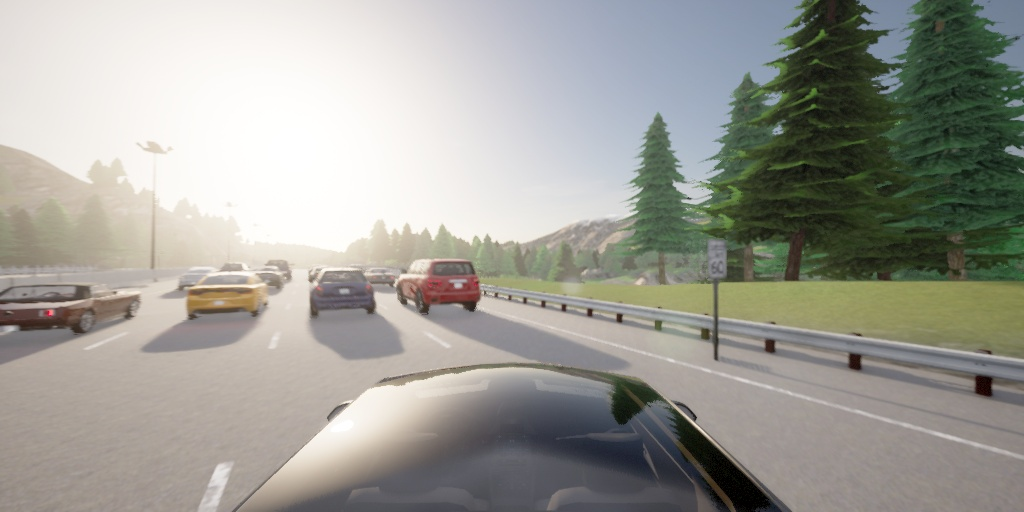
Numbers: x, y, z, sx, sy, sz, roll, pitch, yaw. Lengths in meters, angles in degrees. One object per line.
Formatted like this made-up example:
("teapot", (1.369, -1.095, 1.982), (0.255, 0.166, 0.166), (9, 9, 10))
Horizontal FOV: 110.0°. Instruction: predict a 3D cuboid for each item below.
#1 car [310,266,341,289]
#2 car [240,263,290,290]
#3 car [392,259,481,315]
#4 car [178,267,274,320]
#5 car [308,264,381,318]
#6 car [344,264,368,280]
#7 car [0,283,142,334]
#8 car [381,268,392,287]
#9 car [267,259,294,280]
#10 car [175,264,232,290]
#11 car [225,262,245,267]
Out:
("car", (-14.014, 1.520, 26.812), (1.837, 1.490, 4.892), (1, -2, -29))
("car", (-16.695, 1.459, 24.434), (2.128, 1.511, 4.902), (1, -1, -29))
("car", (-3.180, 1.136, 14.871), (2.150, 2.045, 5.566), (1, -1, -29))
("car", (-10.384, 1.333, 13.416), (1.882, 1.535, 5.008), (1, -1, -29))
("car", (-6.742, 1.236, 14.077), (2.097, 1.767, 4.553), (1, -1, -29))
("car", (-17.168, 1.680, 39.350), (1.837, 1.490, 4.892), (1, 0, -29))
("car", (-12.570, 1.399, 10.147), (1.895, 1.301, 4.718), (1, -1, -29))
("car", (-10.120, 1.591, 27.012), (2.033, 1.411, 5.357), (1, -1, -29))
("car", (-22.945, 1.308, 35.346), (2.150, 2.045, 5.566), (1, -1, -30))
("car", (-20.211, 1.464, 23.554), (1.812, 1.442, 4.674), (1, -1, -29))
("car", (-26.384, 1.402, 34.327), (2.097, 1.767, 4.553), (1, -1, -29))
